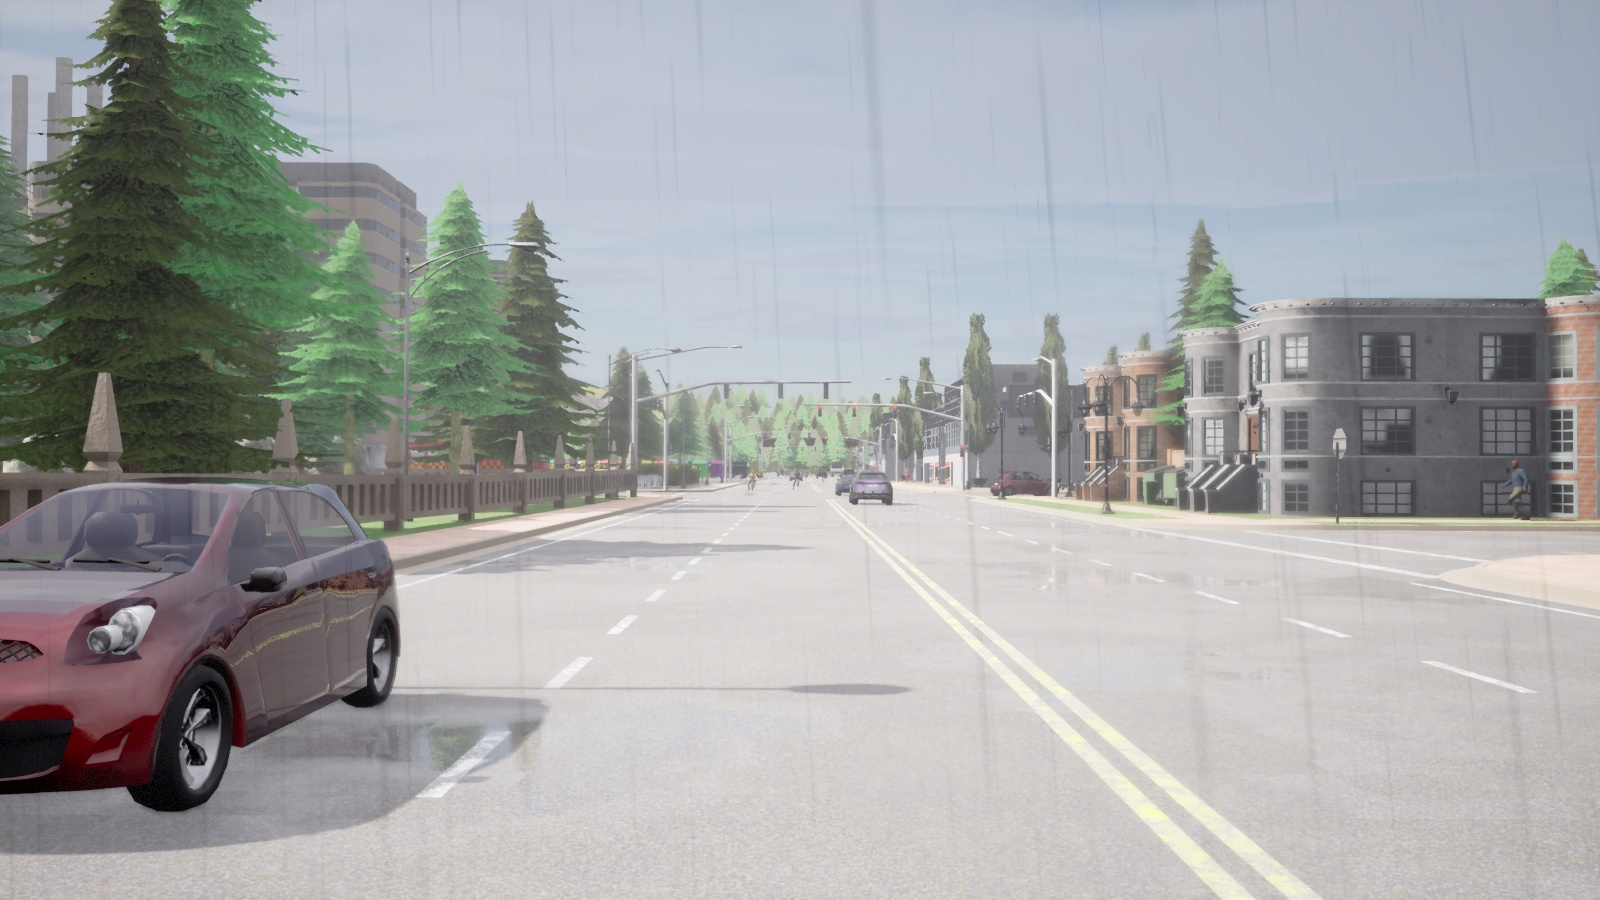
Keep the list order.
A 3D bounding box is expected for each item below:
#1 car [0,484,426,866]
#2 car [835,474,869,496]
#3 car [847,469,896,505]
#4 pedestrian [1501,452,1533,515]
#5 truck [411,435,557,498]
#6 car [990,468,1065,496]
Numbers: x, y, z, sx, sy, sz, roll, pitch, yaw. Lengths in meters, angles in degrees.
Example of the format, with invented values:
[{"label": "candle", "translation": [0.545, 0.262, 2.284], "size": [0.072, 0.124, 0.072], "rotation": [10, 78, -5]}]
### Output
[{"label": "car", "translation": [-3.515, 0.958, 6.892], "size": [1.845, 1.501, 3.633], "rotation": [0, -1, 0]}, {"label": "car", "translation": [3.319, 2.220, 80.863], "size": [1.994, 1.385, 4.181], "rotation": [0, -1, 0]}, {"label": "car", "translation": [3.366, 1.734, 59.858], "size": [2.033, 1.649, 4.856], "rotation": [0, -1, 0]}, {"label": "pedestrian", "translation": [21.039, 0.976, 36.859], "size": [0.726, 1.835, 0.370], "rotation": [0, -1, 7]}, {"label": "truck", "translation": [-19.815, 1.053, 79.054], "size": [8.468, 3.827, 2.891], "rotation": [0, -1, 0]}, {"label": "car", "translation": [13.562, 1.914, 74.974], "size": [3.988, 1.617, 1.851], "rotation": [0, -1, -14]}]
